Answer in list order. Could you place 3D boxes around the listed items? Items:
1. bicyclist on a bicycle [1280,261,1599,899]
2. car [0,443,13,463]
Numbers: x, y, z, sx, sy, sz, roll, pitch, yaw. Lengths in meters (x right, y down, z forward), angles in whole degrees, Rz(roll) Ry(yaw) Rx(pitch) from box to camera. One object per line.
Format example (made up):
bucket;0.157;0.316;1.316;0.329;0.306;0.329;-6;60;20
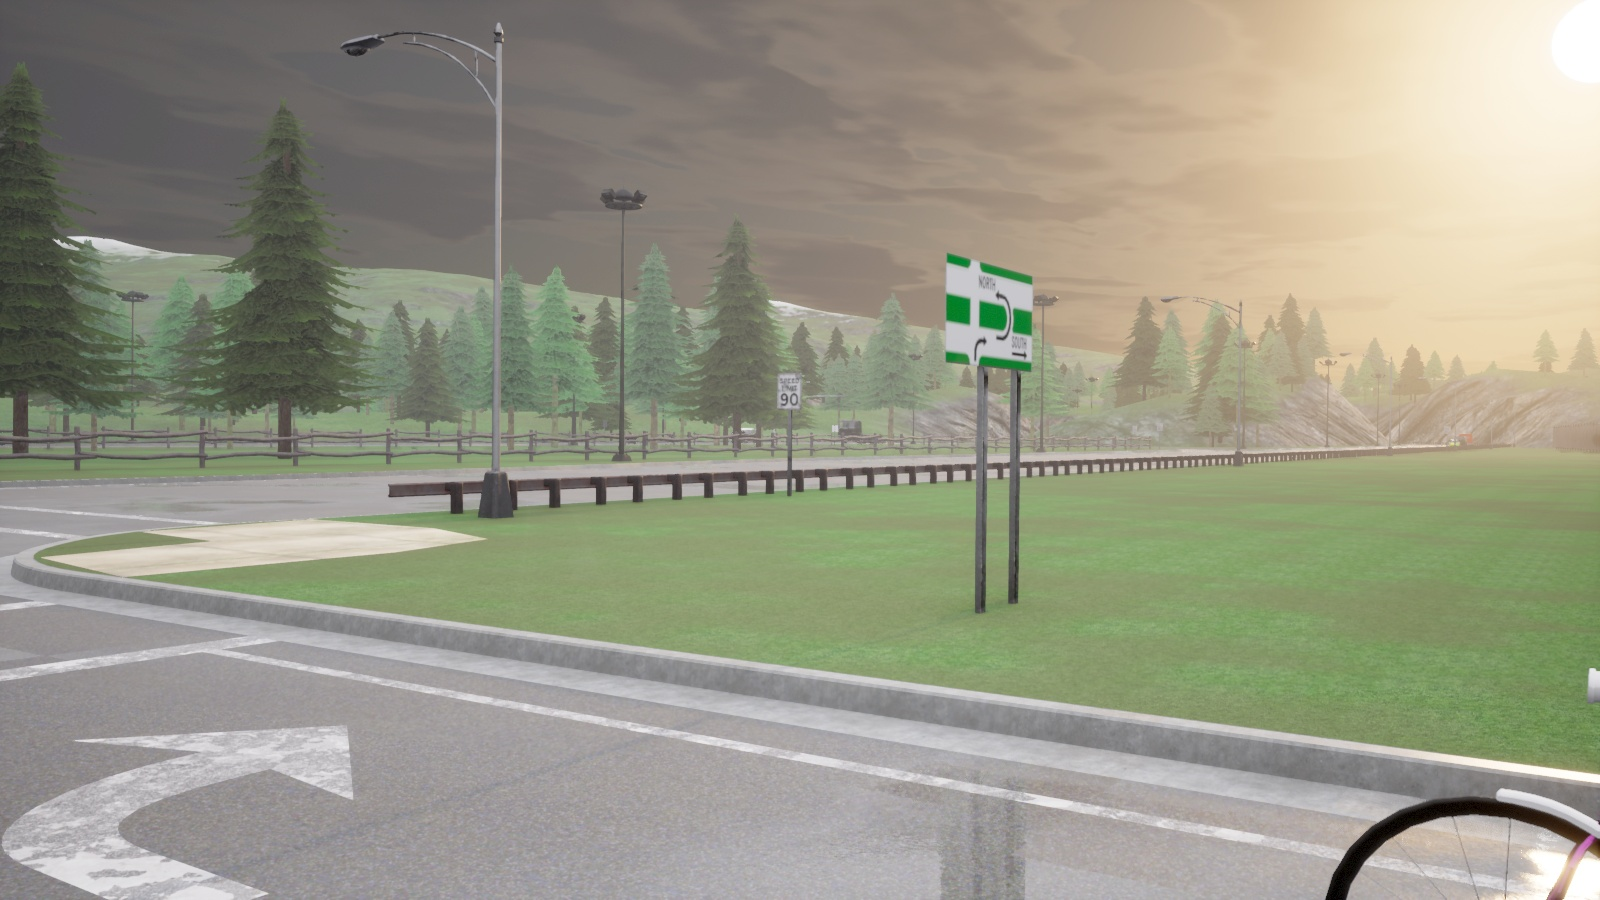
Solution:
bicyclist on a bicycle;1.938;0.551;2.333;1.843;1.776;0.659;1;2;34
car;-52.502;0.228;78.990;1.895;1.301;4.718;0;1;33
